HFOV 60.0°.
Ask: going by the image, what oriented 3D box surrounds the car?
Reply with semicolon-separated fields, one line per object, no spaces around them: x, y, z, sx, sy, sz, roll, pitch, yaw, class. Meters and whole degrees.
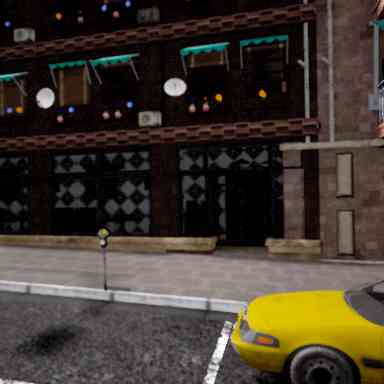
2.913;1.539;3.864;4.829;1.417;1.752;1;-1;14;car
